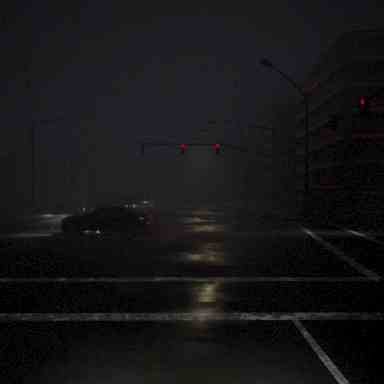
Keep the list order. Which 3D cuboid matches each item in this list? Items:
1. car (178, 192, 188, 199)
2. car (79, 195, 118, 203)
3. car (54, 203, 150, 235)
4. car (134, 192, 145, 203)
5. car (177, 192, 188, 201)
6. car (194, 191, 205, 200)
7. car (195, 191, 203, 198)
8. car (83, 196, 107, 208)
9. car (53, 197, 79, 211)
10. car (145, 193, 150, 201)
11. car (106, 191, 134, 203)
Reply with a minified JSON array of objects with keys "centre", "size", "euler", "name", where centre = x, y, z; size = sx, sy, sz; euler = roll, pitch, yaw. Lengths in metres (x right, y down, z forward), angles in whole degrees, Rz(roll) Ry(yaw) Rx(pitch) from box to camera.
[{"centre":[-1.924,0.741,75.859],"size":[2.033,1.411,5.357],"euler":[0,1,1],"name":"car"},{"centre":[-9.532,1.369,34.327],"size":[2.128,1.511,4.902],"euler":[0,1,1],"name":"car"},{"centre":[-4.644,1.493,18.026],"size":[4.674,1.442,1.812],"euler":[0,0,0],"name":"car"},{"centre":[-9.299,1.132,53.013],"size":[2.033,1.411,5.357],"euler":[0,1,1],"name":"car"},{"centre":[-1.958,0.916,65.208],"size":[2.033,1.411,5.357],"euler":[0,1,1],"name":"car"},{"centre":[1.452,0.711,65.726],"size":[2.097,1.767,4.553],"euler":[0,1,1],"name":"car"},{"centre":[1.574,0.608,75.772],"size":[1.837,1.490,4.892],"euler":[0,1,1],"name":"car"},{"centre":[-12.912,1.301,44.383],"size":[1.994,1.385,4.181],"euler":[0,1,0],"name":"car"},{"centre":[-13.020,1.346,35.392],"size":[1.882,1.535,5.008],"euler":[0,1,1],"name":"car"},{"centre":[-9.117,0.947,63.548],"size":[2.033,1.411,5.357],"euler":[0,1,1],"name":"car"},{"centre":[-9.418,1.105,43.368],"size":[2.097,1.767,4.553],"euler":[0,1,1],"name":"car"}]
